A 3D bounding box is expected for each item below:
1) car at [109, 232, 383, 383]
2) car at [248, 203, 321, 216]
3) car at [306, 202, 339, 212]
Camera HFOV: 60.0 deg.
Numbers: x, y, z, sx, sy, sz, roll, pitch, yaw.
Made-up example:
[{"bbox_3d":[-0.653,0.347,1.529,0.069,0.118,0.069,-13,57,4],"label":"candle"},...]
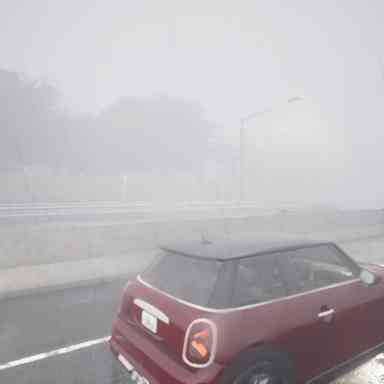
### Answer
[{"bbox_3d":[1.290,1.352,4.660,4.553,1.767,2.097,0,0,-35],"label":"car"},{"bbox_3d":[5.674,1.600,20.891,4.718,1.301,1.895,0,0,-35],"label":"car"},{"bbox_3d":[10.534,1.547,28.609,5.357,1.411,2.033,0,0,-35],"label":"car"}]
